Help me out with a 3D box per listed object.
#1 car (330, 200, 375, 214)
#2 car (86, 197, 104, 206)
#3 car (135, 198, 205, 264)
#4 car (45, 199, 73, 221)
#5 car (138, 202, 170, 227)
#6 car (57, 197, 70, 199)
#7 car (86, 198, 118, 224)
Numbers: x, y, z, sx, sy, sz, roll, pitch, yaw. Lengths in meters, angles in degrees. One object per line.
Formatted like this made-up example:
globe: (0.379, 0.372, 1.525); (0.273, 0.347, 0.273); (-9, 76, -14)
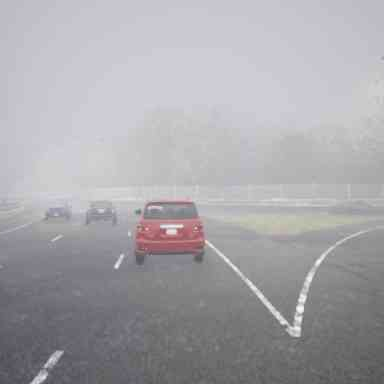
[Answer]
car: (16.705, 1.507, 34.793); (4.181, 1.385, 1.994); (0, 0, 10)
car: (-17.419, 1.661, 59.340); (1.895, 1.301, 4.718); (0, 0, -32)
car: (-0.892, 1.224, 12.127); (2.150, 2.045, 5.566); (0, 0, -7)
car: (-11.125, 1.564, 27.942); (1.812, 1.442, 4.674); (0, 0, -16)
car: (-2.839, 1.535, 23.831); (1.812, 1.442, 4.674); (0, 0, -12)
car: (-28.957, 1.695, 74.857); (1.895, 1.301, 4.718); (0, 0, -43)
car: (-6.686, 1.375, 24.943); (2.097, 1.767, 4.553); (0, 0, -13)
